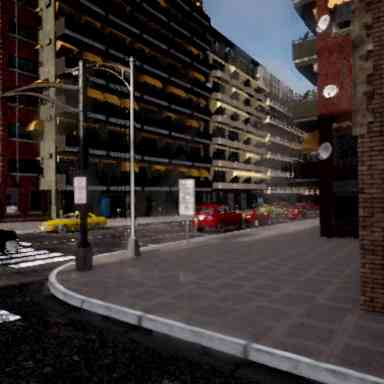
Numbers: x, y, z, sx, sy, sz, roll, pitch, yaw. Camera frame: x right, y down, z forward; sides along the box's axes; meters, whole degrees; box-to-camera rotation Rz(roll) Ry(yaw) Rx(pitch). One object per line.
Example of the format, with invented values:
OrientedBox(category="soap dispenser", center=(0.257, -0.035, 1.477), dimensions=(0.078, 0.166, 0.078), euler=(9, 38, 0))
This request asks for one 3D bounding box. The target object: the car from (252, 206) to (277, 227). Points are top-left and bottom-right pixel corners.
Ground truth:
OrientedBox(category="car", center=(5.204, 2.169, 28.129), dimensions=(1.887, 1.381, 4.507), euler=(-2, -2, 35))

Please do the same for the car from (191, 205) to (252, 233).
OrientedBox(category="car", center=(1.952, 1.836, 23.498), dimensions=(2.192, 1.841, 5.009), euler=(-2, -2, 35))

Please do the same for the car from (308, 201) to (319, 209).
OrientedBox(category="car", center=(24.316, 2.857, 69.986), dimensions=(2.192, 1.841, 5.009), euler=(-2, -2, 35))

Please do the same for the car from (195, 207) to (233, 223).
OrientedBox(category="car", center=(2.268, 2.317, 33.944), dimensions=(1.994, 1.385, 4.181), euler=(-1, -2, 35))

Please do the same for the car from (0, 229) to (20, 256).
OrientedBox(category="car", center=(-8.192, 1.734, 11.756), dimensions=(1.882, 1.535, 5.008), euler=(-2, -2, 3))

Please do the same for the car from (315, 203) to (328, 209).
OrientedBox(category="car", center=(30.817, 3.284, 79.259), dimensions=(1.887, 1.381, 4.507), euler=(-2, -2, 35))

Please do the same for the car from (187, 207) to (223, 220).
OrientedBox(category="car", center=(1.580, 2.378, 37.505), dimensions=(1.887, 1.381, 4.507), euler=(-2, -2, 35))

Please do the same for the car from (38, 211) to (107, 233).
OrientedBox(category="car", center=(-8.264, 2.045, 23.448), dimensions=(1.752, 1.417, 4.829), euler=(-2, -2, 35))

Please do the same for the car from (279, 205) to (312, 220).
OrientedBox(category="car", center=(11.701, 2.410, 37.406), dimensions=(1.802, 1.307, 4.206), euler=(-2, -2, 35))

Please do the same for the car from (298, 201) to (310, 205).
OrientedBox(category="car", center=(21.071, 2.987, 65.341), dimensions=(1.887, 1.381, 4.507), euler=(-2, -2, 35))

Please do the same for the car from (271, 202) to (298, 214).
OrientedBox(category="car", center=(13.827, 2.484, 50.288), dimensions=(2.097, 1.767, 4.553), euler=(-1, -2, 35))

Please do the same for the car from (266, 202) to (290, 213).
OrientedBox(category="car", center=(14.570, 2.555, 56.069), dimensions=(2.192, 1.841, 5.009), euler=(-2, -2, 35))
